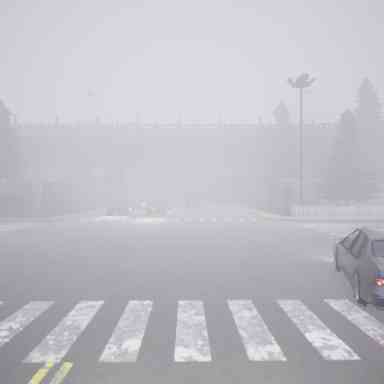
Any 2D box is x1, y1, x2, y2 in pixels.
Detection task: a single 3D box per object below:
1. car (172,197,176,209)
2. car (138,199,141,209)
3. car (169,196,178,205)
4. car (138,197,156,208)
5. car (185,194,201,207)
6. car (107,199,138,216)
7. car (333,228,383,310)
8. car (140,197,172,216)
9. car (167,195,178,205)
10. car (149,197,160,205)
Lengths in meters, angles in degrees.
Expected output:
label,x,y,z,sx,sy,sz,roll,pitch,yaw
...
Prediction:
label,x,y,z,sx,sy,sz,roll,pitch,yaw
car,-3.521,1.640,42.578,1.994,1.385,4.181,0,0,1
car,-7.029,1.623,42.409,2.033,1.411,5.357,0,0,0
car,-3.480,1.694,52.517,1.895,1.301,4.718,0,0,1
car,-6.984,1.585,52.553,2.128,1.511,4.902,0,0,1
car,0.175,1.314,51.911,2.150,2.045,5.566,0,0,0
car,-7.085,1.623,33.171,1.994,1.385,4.181,0,0,2
car,4.564,1.558,7.780,2.033,1.411,5.357,0,0,16
car,-3.543,1.552,33.690,2.128,1.511,4.902,0,0,0
car,-3.647,1.464,62.721,2.097,1.767,4.553,0,0,-2
car,-7.161,1.638,63.466,1.812,1.442,4.674,0,0,-3
